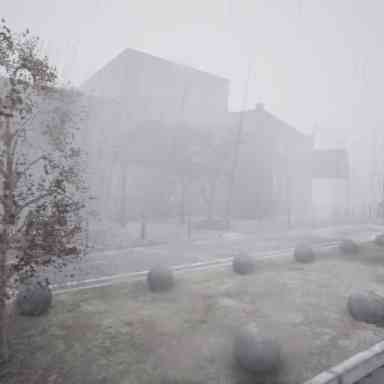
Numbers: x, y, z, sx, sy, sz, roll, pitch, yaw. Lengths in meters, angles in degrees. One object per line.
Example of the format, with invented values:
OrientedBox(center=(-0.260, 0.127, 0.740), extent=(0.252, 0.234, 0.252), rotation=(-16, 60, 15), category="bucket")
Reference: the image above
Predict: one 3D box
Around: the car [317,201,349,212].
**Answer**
OrientedBox(center=(21.973, 2.125, 51.787), extent=(4.553, 1.767, 2.097), rotation=(1, -1, 35), category="car")
